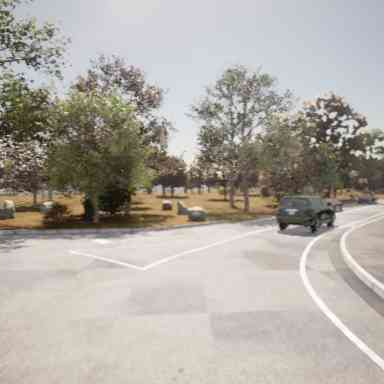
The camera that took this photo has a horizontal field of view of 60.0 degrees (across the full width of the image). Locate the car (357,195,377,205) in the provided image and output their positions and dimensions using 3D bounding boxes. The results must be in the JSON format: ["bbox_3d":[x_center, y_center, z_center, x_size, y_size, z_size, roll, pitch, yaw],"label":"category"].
[{"bbox_3d":[26.500,1.091,50.265,2.033,1.411,5.357,0,1,40],"label":"car"}]

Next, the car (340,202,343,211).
[{"bbox_3d":[14.789,1.375,35.801,1.812,1.442,4.674,0,1,39],"label":"car"}]

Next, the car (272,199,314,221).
[{"bbox_3d":[8.594,1.455,28.035,1.812,1.442,4.674,-2,0,37],"label":"car"}]

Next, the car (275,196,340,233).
[{"bbox_3d":[7.048,1.226,20.346,2.150,2.045,5.566,0,0,37],"label":"car"}]
